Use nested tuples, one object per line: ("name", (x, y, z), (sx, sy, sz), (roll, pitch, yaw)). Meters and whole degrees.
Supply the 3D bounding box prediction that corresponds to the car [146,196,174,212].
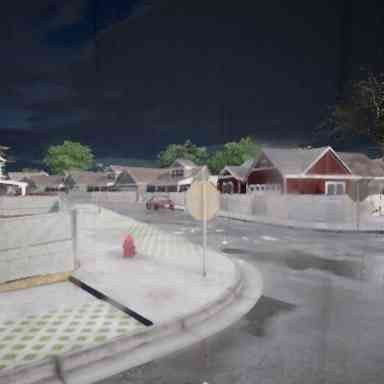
("car", (-3.083, 1.071, 31.833), (1.812, 1.442, 4.674), (0, 1, -22))
